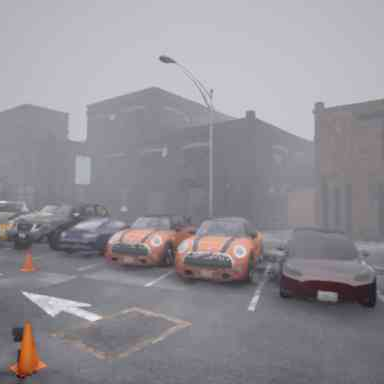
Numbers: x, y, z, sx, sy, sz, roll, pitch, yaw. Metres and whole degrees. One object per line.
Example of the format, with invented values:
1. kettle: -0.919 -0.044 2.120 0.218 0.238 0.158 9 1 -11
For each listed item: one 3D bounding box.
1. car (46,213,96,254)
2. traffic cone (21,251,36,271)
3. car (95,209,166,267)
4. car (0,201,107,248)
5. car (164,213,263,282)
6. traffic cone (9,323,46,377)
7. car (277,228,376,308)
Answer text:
1. car: -3.723 1.822 14.409 2.002 1.452 4.674 0 -2 17
2. traffic cone: -5.123 2.147 10.444 0.340 0.580 0.340 0 -2 37
3. car: -1.322 1.639 12.619 2.185 1.767 4.553 1 -2 17
4. car: -6.087 1.549 16.223 2.435 2.045 5.566 1 -2 17
5. car: 1.060 1.622 10.793 2.185 1.767 4.553 1 -2 17
6. traffic cone: -2.174 2.040 4.420 0.340 0.580 0.340 0 -2 37
7. car: 3.420 1.758 8.906 2.163 1.488 4.792 1 -2 17
